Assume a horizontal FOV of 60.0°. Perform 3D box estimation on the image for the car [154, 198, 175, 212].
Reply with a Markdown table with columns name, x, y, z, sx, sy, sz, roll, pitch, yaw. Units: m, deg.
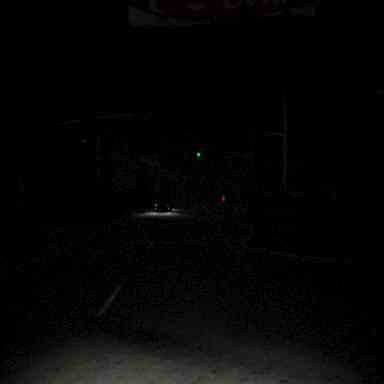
| name | x | y | z | sx | sy | sz | roll | pitch | yaw |
| --- | --- | --- | --- | --- | --- | --- | --- | --- | --- |
| car | -3.730 | 1.679 | 43.602 | 2.097 | 1.767 | 4.553 | 0 | 0 | 0 |

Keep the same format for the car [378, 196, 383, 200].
| name | x | y | z | sx | sy | sz | roll | pitch | yaw |
| --- | --- | --- | --- | --- | --- | --- | --- | --- | --- |
| car | 37.951 | 1.811 | 65.157 | 1.905 | 1.878 | 3.866 | 0 | 0 | -1 |

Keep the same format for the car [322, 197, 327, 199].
| name | x | y | z | sx | sy | sz | roll | pitch | yaw |
| --- | --- | --- | --- | --- | --- | --- | --- | --- | --- |
| car | 25.157 | 1.871 | 65.060 | 2.152 | 1.636 | 5.027 | 0 | 0 | -1 |

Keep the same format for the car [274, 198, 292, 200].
| name | x | y | z | sx | sy | sz | roll | pitch | yaw |
| --- | --- | --- | --- | --- | --- | --- | --- | --- | --- |
| car | 15.133 | 1.946 | 57.610 | 2.007 | 1.523 | 4.514 | 0 | 0 | -1 |

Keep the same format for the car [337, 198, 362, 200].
| name | x | y | z | sx | sy | sz | roll | pitch | yaw |
| --- | --- | --- | --- | --- | --- | --- | --- | --- | --- |
| car | 18.924 | 1.595 | 39.761 | 1.905 | 1.878 | 3.866 | 0 | 0 | -1 |

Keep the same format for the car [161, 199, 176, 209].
| name | x | y | z | sx | sy | sz | roll | pitch | yaw |
| --- | --- | --- | --- | --- | --- | --- | --- | --- | --- |
| car | -3.772 | 1.952 | 53.923 | 2.033 | 1.411 | 5.357 | 0 | 0 | 0 |

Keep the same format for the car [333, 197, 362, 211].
| name | x | y | z | sx | sy | sz | roll | pitch | yaw |
| --- | --- | --- | --- | --- | --- | --- | --- | --- | --- |
| car | 22.150 | 1.679 | 47.654 | 1.932 | 1.855 | 4.605 | 0 | 0 | -1 |
